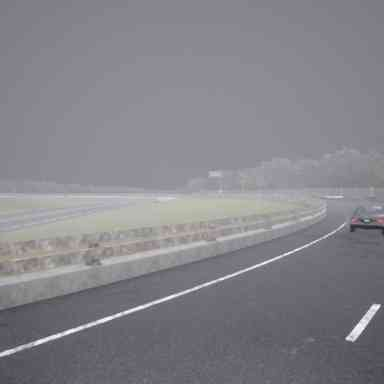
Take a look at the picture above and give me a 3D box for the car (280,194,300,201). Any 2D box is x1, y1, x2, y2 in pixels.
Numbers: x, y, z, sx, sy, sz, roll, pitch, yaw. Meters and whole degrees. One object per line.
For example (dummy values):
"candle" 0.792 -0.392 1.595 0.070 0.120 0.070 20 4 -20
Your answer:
"car" 24.393 1.537 82.717 1.994 1.385 4.181 0 0 -7

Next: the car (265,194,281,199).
"car" 22.895 1.455 92.505 1.882 1.535 5.008 0 0 -13

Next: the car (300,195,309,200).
"car" 27.762 1.537 84.095 1.994 1.385 4.181 0 0 -7

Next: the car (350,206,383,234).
"car" 10.362 1.546 19.385 2.033 1.411 5.357 0 0 31
